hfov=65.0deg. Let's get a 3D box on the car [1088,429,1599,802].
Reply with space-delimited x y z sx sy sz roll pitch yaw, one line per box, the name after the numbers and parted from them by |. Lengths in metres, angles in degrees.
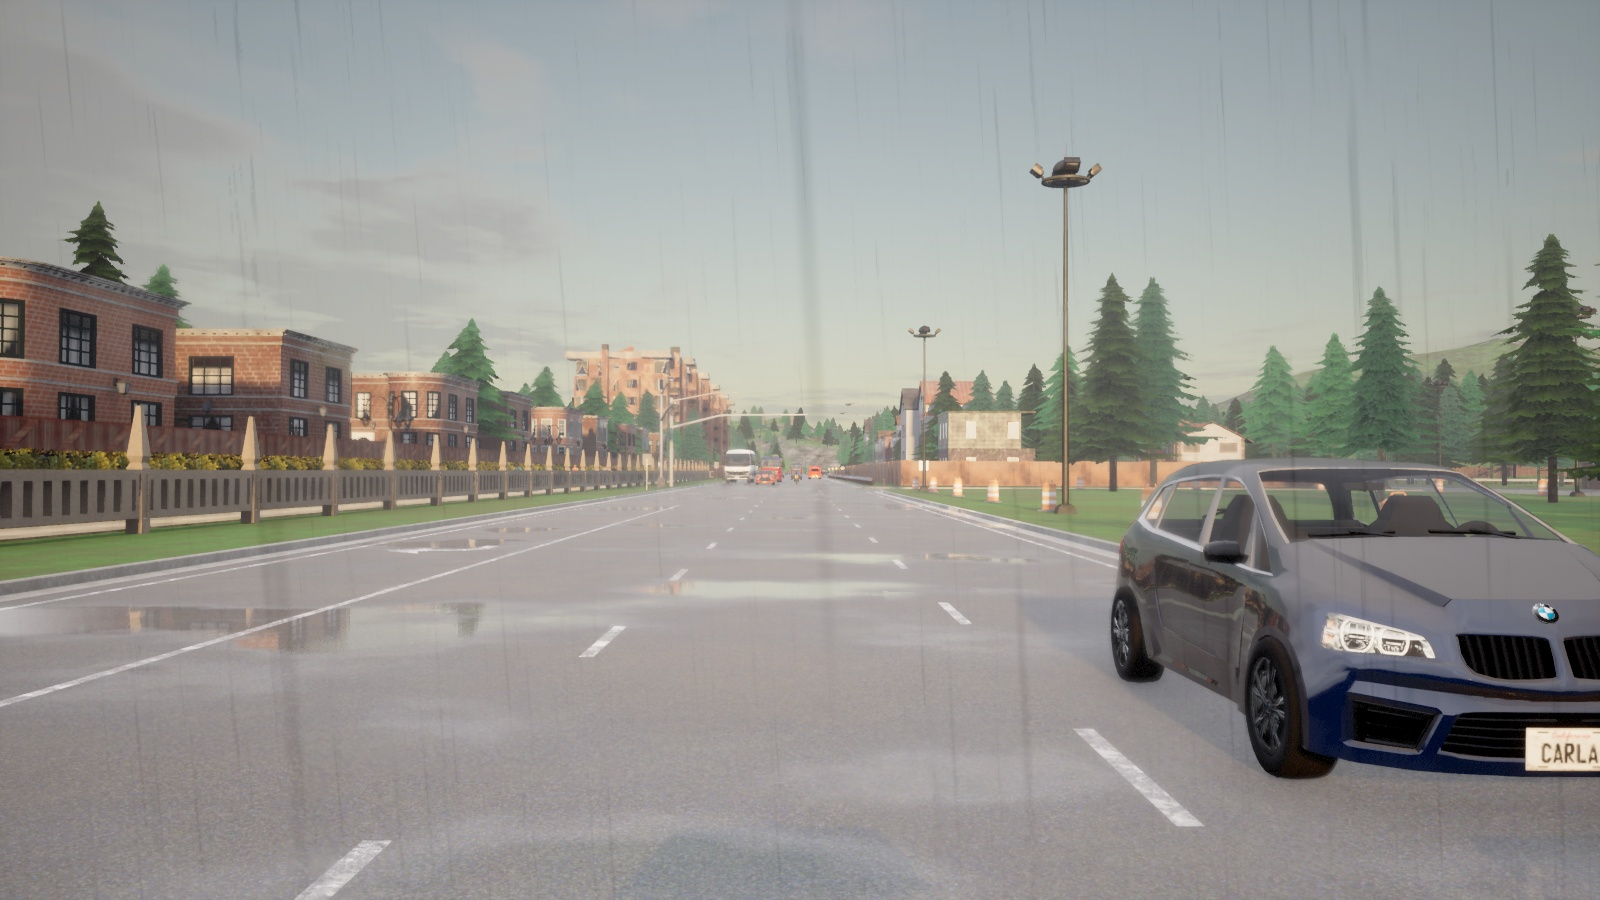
3.480 0.778 7.948 2.242 1.667 4.611 0 -1 0 | car
